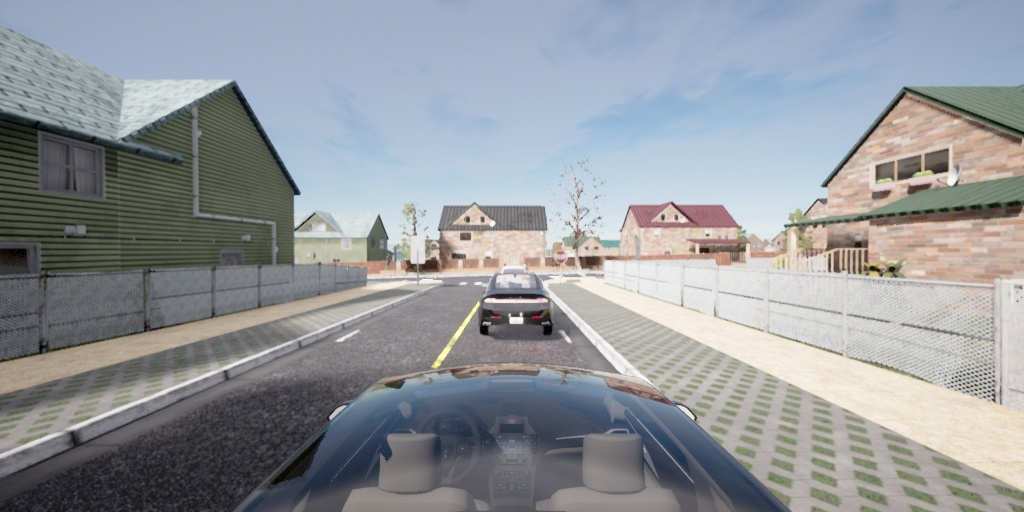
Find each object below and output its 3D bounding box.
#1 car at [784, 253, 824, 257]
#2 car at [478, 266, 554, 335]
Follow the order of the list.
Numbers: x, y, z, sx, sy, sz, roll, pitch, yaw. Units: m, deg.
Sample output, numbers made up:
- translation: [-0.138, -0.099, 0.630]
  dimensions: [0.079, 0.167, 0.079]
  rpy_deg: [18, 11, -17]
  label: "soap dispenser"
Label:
- translation: [26.380, 0.505, 33.032]
  dimensions: [4.902, 1.511, 2.128]
  rpy_deg: [-1, 1, 0]
  label: "car"
- translation: [0.100, 1.224, 10.411]
  dimensions: [2.128, 1.511, 4.902]
  rpy_deg: [0, 0, 0]
  label: "car"
